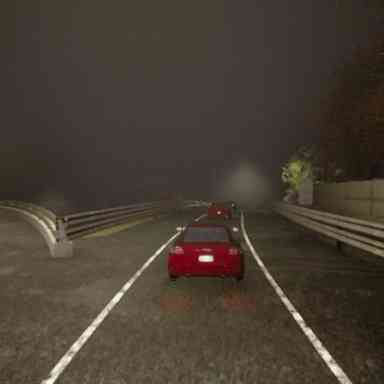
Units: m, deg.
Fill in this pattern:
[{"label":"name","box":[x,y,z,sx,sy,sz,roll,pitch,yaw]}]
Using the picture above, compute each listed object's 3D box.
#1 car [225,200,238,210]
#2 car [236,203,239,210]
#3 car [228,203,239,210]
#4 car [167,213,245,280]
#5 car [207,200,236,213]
[{"label":"car","box":[6.616,2.194,55.416,1.882,1.535,5.008,0,-3,10]},{"label":"car","box":[4.774,1.731,42.890,2.033,1.411,5.357,0,-2,9]},{"label":"car","box":[7.822,2.740,62.350,1.895,1.301,4.718,0,-4,11]},{"label":"car","box":[0.451,1.538,9.875,1.994,1.385,4.181,0,0,3]},{"label":"car","box":[2.390,1.415,27.488,1.882,1.535,5.008,0,0,8]}]
